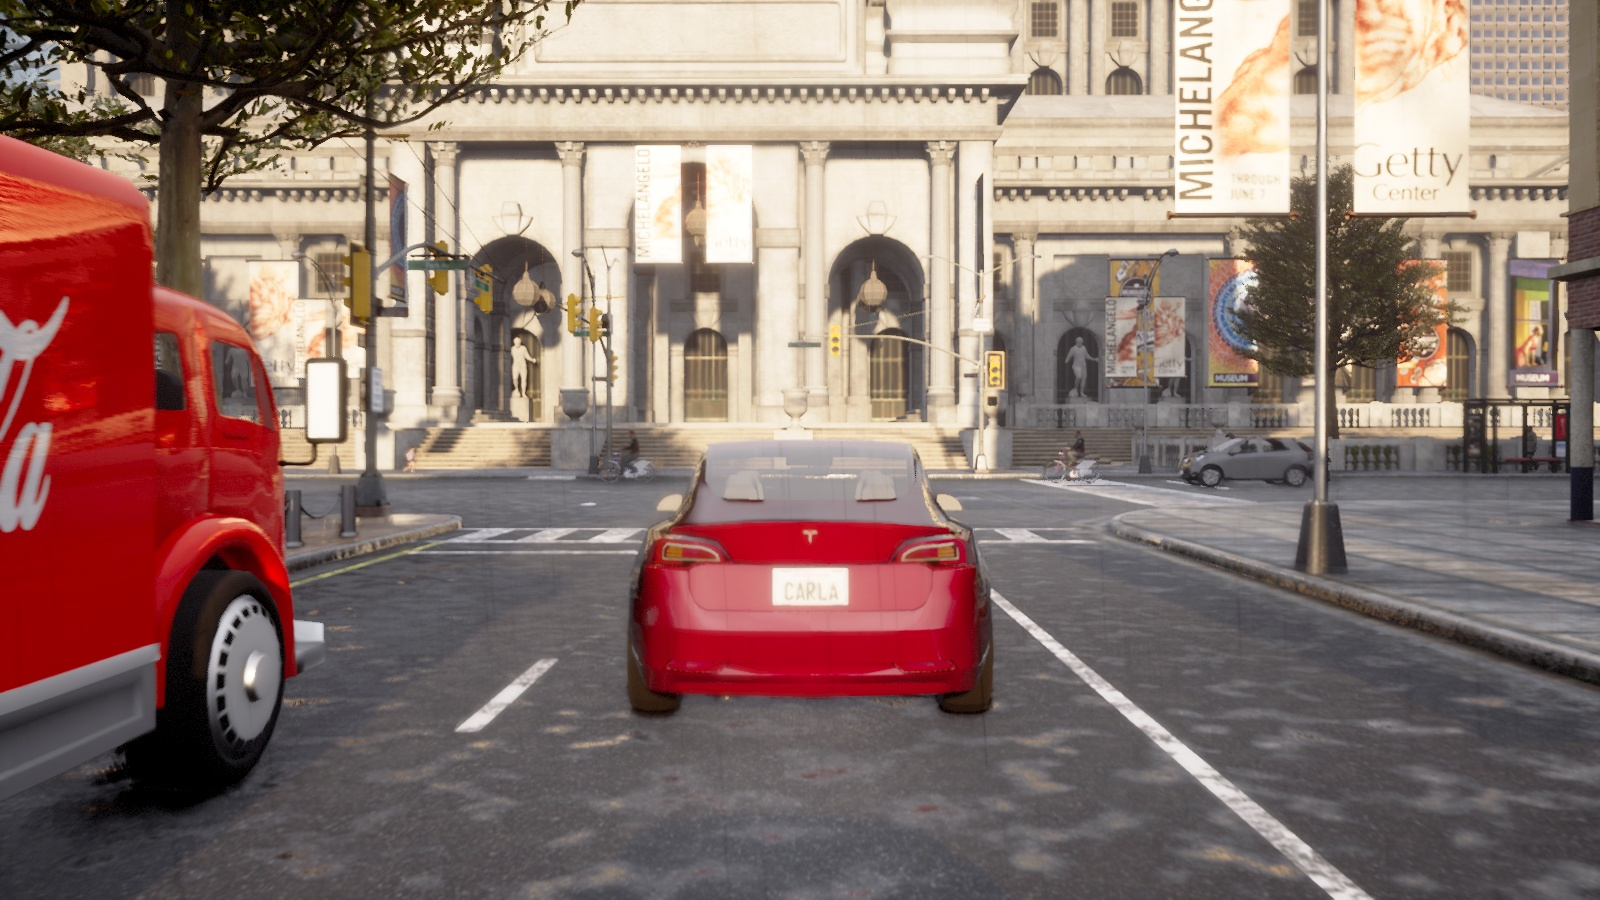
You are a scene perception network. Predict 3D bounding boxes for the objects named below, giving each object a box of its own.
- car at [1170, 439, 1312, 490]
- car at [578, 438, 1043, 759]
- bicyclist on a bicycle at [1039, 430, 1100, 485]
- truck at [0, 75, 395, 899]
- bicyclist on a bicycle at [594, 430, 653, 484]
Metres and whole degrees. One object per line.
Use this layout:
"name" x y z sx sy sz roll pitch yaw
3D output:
"car" 13.237 0.418 37.813 3.633 1.501 1.845 0 1 1
"car" 0.062 0.669 8.240 2.163 1.488 4.792 0 1 0
"bicyclist on a bicycle" 8.860 0.239 41.354 1.843 1.776 0.659 0 1 1
"truck" -3.462 0.219 4.007 2.627 2.467 5.204 0 1 0
"bicyclist on a bicycle" -5.828 0.226 41.495 1.843 1.776 0.659 0 1 1
